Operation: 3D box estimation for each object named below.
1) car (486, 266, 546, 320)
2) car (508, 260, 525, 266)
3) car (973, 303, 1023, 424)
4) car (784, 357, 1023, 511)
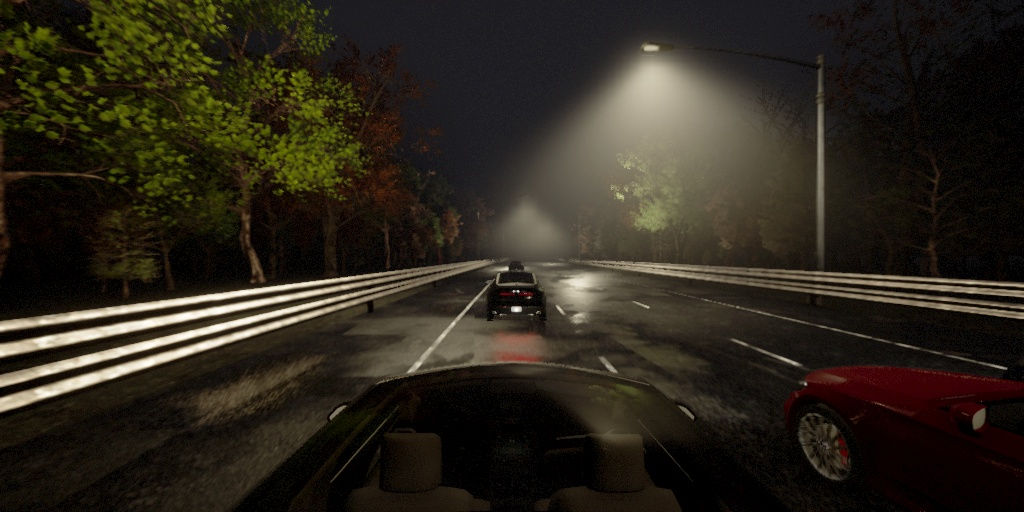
[{"bbox_3d":[0.142,1.257,12.593,1.837,1.490,4.892,0,0,0],"label":"car"},{"bbox_3d":[0.540,1.260,43.199,1.837,1.490,4.892,0,0,1],"label":"car"},{"bbox_3d":[7.108,1.315,2.660,1.994,1.385,4.181,0,0,0],"label":"car"},{"bbox_3d":[3.606,1.276,1.578,1.812,1.442,4.674,0,0,0],"label":"car"}]
